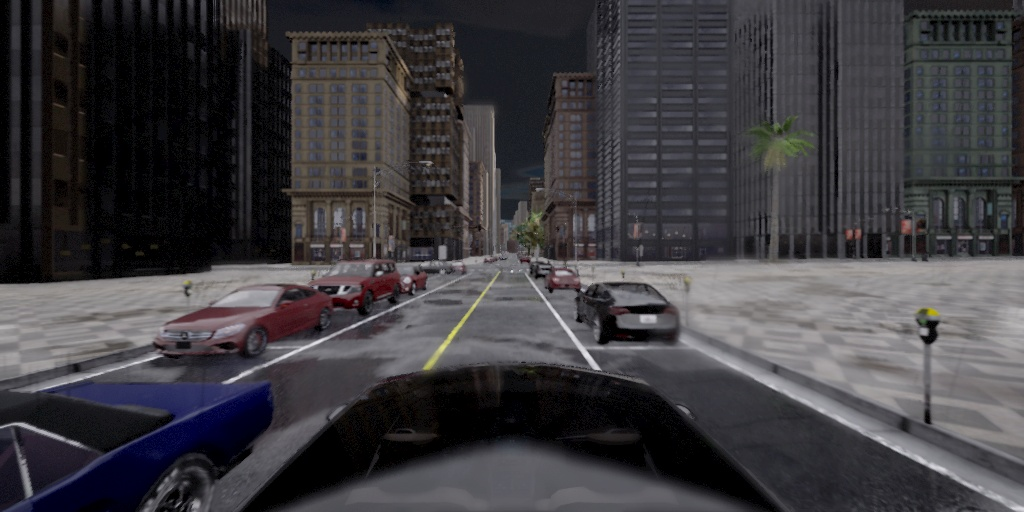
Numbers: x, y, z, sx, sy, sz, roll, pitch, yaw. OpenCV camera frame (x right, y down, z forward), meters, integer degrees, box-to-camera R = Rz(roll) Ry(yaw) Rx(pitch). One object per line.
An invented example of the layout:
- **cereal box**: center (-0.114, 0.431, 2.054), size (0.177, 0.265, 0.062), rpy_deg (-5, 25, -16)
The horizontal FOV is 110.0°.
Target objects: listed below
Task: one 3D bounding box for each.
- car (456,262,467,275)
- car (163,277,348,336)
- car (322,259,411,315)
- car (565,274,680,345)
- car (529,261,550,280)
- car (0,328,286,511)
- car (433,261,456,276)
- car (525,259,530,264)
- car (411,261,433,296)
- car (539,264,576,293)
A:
- **car**: center (-5.769, 1.269, 38.311), size (1.802, 1.307, 4.207), rpy_deg (0, 0, 0)
- **car**: center (-5.763, 1.330, 8.378), size (1.802, 1.307, 4.207), rpy_deg (0, 0, 0)
- **car**: center (-5.764, 1.059, 13.679), size (2.192, 1.841, 5.009), rpy_deg (0, 0, 0)
- **car**: center (2.761, 1.313, 9.339), size (1.948, 1.339, 4.313), rpy_deg (0, 0, 0)
- **car**: center (2.758, 1.277, 30.942), size (1.948, 1.339, 4.313), rpy_deg (0, 0, 0)
- **car**: center (-3.101, 1.351, 1.021), size (1.895, 1.301, 4.718), rpy_deg (0, 0, 0)
- **car**: center (-7.496, 1.094, 32.392), size (4.403, 1.370, 2.007), rpy_deg (0, 0, -9)
- **car**: center (2.757, 1.253, 38.308), size (1.948, 1.339, 4.313), rpy_deg (0, 0, 0)
- **car**: center (-5.765, 1.177, 18.981), size (1.967, 1.591, 4.097), rpy_deg (0, 0, 0)
- **car**: center (2.760, 1.318, 20.139), size (1.802, 1.307, 4.207), rpy_deg (0, 0, 0)
